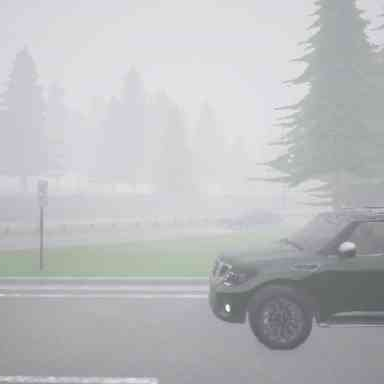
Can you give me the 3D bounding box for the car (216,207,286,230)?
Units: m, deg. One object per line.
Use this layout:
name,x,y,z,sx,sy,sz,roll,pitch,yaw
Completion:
car,4.476,1.913,24.836,5.357,1.411,2.033,0,-1,-37

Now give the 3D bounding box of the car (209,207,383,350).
car,3.083,1.295,5.845,5.566,2.045,2.150,0,-1,2
